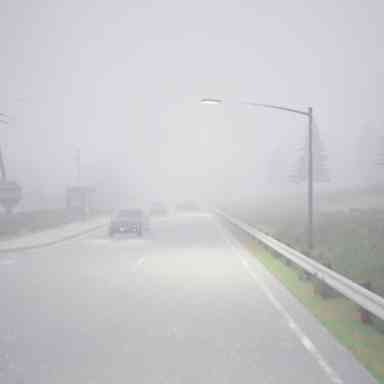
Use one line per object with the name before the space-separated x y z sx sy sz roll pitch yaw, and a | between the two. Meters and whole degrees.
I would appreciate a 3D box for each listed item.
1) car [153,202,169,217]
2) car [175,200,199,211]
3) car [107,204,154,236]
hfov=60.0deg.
car | -3.497 1.860 35.718 1.837 1.490 4.892 0 -1 0
car | -0.768 1.910 46.739 2.128 1.511 4.902 0 -1 -29
car | -3.590 1.679 19.545 1.837 1.490 4.892 0 0 0
